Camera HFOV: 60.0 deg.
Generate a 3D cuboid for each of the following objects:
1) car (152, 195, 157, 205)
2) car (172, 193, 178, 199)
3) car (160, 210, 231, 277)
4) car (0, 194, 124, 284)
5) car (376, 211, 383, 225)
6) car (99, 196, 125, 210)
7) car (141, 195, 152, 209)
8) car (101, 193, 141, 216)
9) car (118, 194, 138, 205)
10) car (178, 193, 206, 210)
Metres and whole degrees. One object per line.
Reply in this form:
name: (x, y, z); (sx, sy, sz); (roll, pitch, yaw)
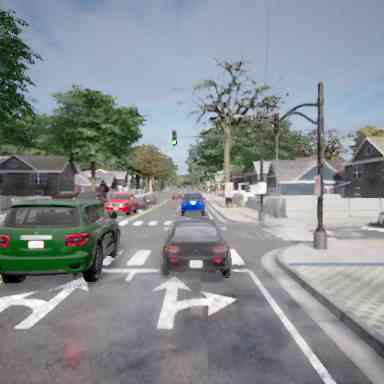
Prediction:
car: (-6.526, 1.166, 51.099); (2.128, 1.511, 4.902); (0, 1, 1)
car: (-3.249, 0.844, 71.170); (1.994, 1.385, 4.181); (0, 1, 0)
car: (0.099, 1.501, 10.050); (1.812, 1.442, 4.674); (0, 0, 0)
car: (-3.504, 1.200, 9.705); (2.150, 2.045, 5.566); (0, 0, -4)
car: (13.278, 1.340, 19.132); (4.902, 1.511, 2.128); (0, 0, -2)
car: (-9.834, 1.301, 41.302); (2.128, 1.511, 4.902); (0, 1, 0)
car: (-6.580, 1.376, 40.978); (1.994, 1.385, 4.181); (0, 1, 1)
car: (-6.596, 1.096, 31.571); (2.150, 2.045, 5.566); (0, 0, 0)
car: (-9.766, 1.163, 51.277); (2.128, 1.511, 4.902); (0, 1, 1)
car: (0.099, 1.096, 31.512); (2.150, 2.045, 5.566); (0, 0, 0)
